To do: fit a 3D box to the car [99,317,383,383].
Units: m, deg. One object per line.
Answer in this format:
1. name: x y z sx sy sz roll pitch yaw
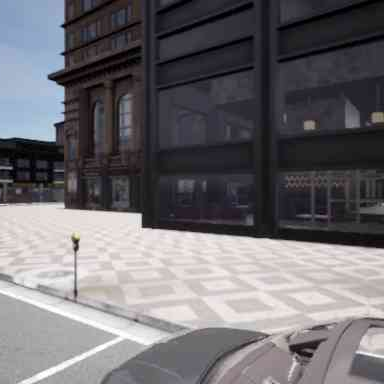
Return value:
1. car: 1.183 1.551 2.003 4.403 1.369 2.008 0 0 35
